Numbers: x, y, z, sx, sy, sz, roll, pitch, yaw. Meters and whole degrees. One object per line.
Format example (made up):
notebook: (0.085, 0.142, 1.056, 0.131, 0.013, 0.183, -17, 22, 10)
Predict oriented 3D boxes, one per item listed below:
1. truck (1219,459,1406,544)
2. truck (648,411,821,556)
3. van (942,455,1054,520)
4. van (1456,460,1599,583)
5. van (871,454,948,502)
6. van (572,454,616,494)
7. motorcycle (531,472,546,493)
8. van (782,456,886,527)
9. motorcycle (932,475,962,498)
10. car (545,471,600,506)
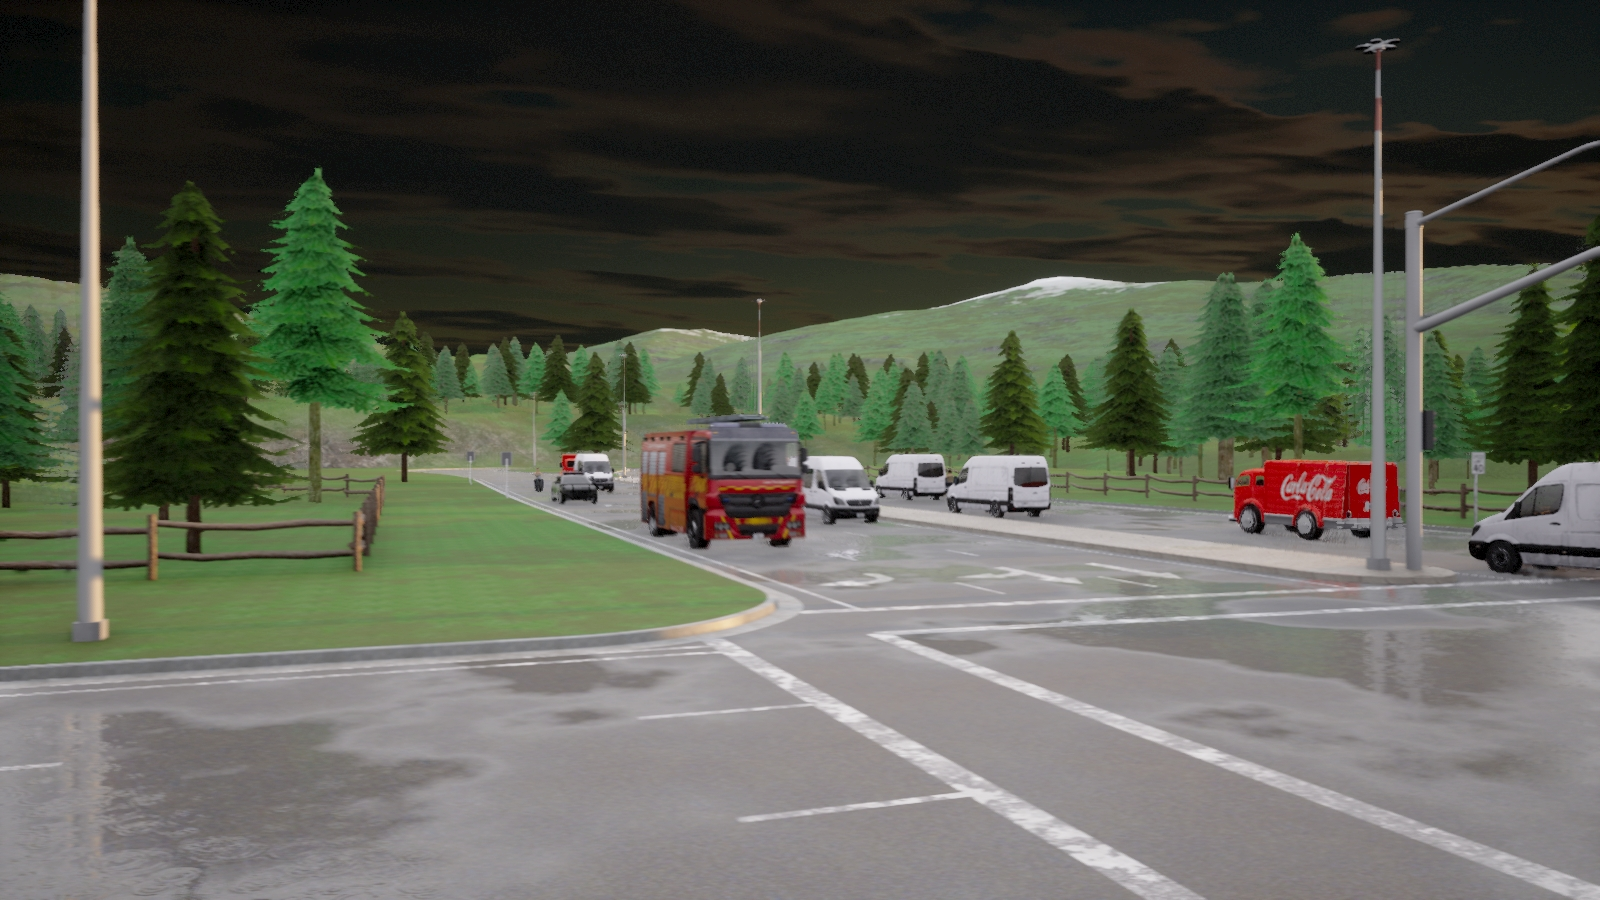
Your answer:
truck: (16.359, 1.557, 36.832, 2.627, 2.467, 5.204, 0, 0, -20)
truck: (-2.258, 0.886, 34.677, 2.891, 3.827, 8.468, 0, 0, -20)
van: (8.301, 1.522, 48.642, 1.988, 2.561, 5.915, 0, 0, -20)
van: (17.667, 1.521, 24.628, 1.988, 2.561, 5.915, -1, 0, -29)
van: (6.137, 1.521, 64.657, 1.988, 2.561, 5.915, 0, 0, -20)
van: (-13.775, 1.530, 76.219, 1.988, 2.561, 5.915, 0, 0, -19)
motorcycle: (-17.383, 2.152, 75.954, 0.764, 1.307, 2.356, 0, 0, -19)
van: (1.223, 1.526, 44.729, 1.988, 2.561, 5.915, 0, 0, -20)
motorcycle: (8.729, 2.140, 67.803, 0.764, 1.307, 2.356, 0, 0, -20)
car: (-12.042, 1.979, 60.214, 2.097, 1.638, 5.238, 0, 0, -20)
